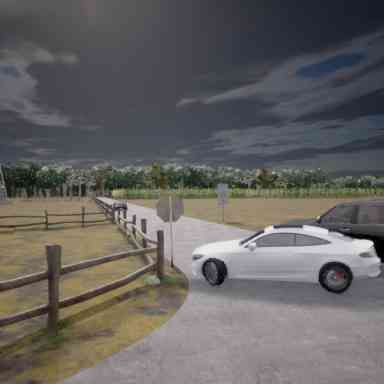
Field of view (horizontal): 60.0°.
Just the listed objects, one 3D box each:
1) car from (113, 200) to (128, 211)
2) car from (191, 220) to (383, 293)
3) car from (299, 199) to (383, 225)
[{"bbox_3d":[-10.749,1.976,49.474,2.033,1.411,5.357,-2,0,-18],"label":"car"},{"bbox_3d":[2.271,1.610,8.735,4.674,1.442,1.812,-2,0,17],"label":"car"},{"bbox_3d":[5.101,1.223,9.781,2.150,2.045,5.566,-2,0,-39],"label":"car"}]
